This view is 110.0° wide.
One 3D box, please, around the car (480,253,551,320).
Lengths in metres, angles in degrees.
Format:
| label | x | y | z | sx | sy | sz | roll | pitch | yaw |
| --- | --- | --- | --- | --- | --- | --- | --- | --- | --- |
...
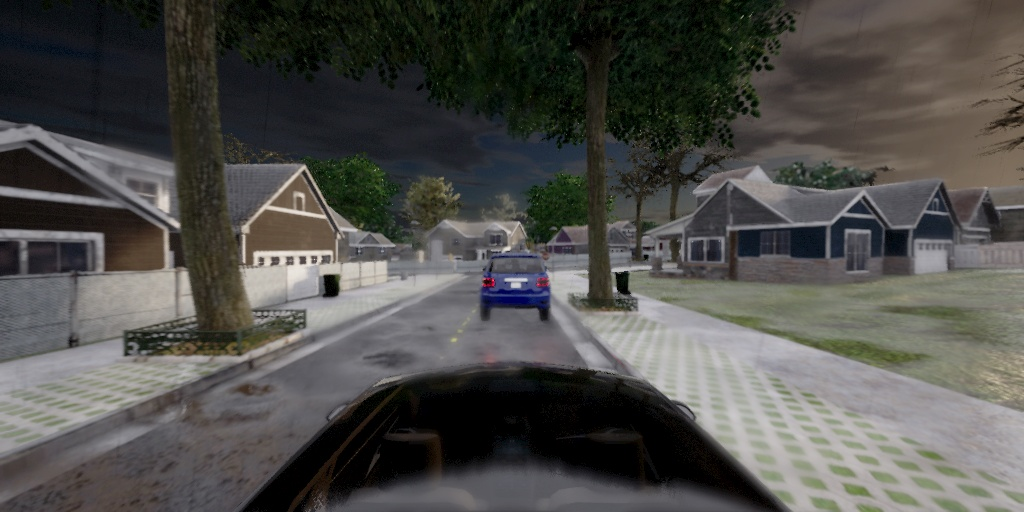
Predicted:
| label | x | y | z | sx | sy | sz | roll | pitch | yaw |
| --- | --- | --- | --- | --- | --- | --- | --- | --- | --- |
| car | 0.106 | 0.957 | 12.708 | 2.150 | 2.045 | 5.566 | 0 | -1 | 0 |
